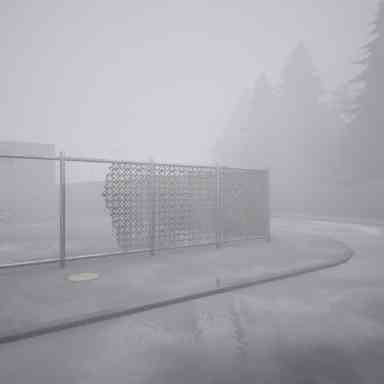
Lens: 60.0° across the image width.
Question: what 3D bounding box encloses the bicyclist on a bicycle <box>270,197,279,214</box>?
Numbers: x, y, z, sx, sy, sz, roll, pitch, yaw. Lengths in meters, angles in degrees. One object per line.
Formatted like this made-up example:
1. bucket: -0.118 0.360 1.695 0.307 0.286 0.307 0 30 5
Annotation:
1. bicyclist on a bicycle: 7.935 1.349 32.468 1.656 1.620 0.582 0 0 -36
